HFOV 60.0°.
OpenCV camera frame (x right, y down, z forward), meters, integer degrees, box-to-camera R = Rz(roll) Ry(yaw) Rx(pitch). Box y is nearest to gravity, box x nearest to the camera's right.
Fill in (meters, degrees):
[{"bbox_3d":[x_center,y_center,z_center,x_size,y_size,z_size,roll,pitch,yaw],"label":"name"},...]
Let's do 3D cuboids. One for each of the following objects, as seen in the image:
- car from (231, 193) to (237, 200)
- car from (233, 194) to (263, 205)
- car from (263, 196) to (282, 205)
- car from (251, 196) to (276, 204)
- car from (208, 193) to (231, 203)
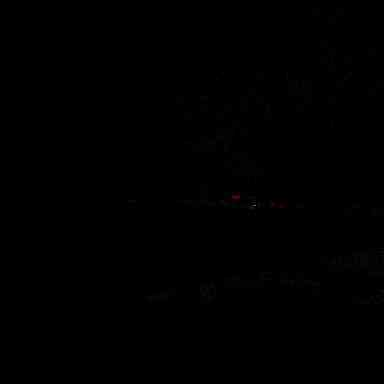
[{"bbox_3d":[8.156,1.172,74.849,2.150,2.045,5.566,-1,0,-35],"label":"car"},{"bbox_3d":[10.166,1.599,60.766,1.812,1.442,4.674,-1,0,-35],"label":"car"},{"bbox_3d":[14.207,1.550,60.783,1.837,1.490,4.892,-1,1,-35],"label":"car"},{"bbox_3d":[14.225,1.528,66.403,1.837,1.490,4.892,-1,-1,-35],"label":"car"},{"bbox_3d":[5.529,1.497,72.940,2.128,1.511,4.902,-1,0,-35],"label":"car"}]
